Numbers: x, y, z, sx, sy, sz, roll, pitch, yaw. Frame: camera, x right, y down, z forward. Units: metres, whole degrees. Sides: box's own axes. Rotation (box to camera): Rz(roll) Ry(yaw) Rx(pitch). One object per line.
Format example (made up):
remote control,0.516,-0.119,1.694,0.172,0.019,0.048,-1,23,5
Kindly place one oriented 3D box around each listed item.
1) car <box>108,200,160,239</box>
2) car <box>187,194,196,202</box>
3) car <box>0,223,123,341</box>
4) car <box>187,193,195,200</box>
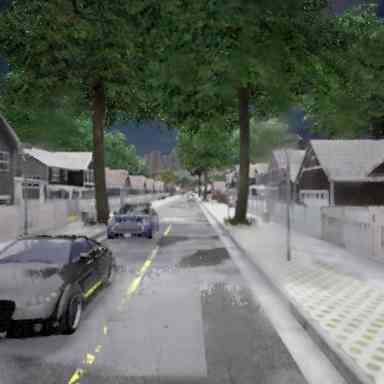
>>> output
car,-2.872,1.345,17.099,2.097,1.767,4.553,0,0,0
car,-0.157,1.548,76.142,1.895,1.301,4.718,0,0,0
car,-2.861,1.564,6.582,1.994,1.385,4.181,0,0,0
car,-0.176,1.204,86.084,2.097,1.767,4.553,0,0,0
